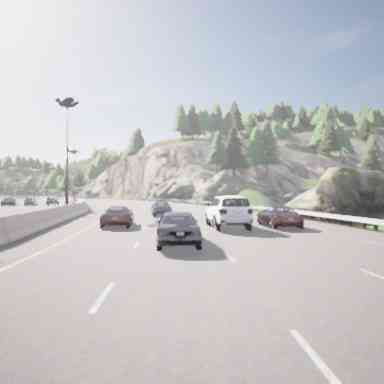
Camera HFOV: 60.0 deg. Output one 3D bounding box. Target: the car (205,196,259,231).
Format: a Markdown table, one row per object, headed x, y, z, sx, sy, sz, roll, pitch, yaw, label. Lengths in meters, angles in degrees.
| x | y | z | sx | sy | sz | roll | pitch | yaw | label |
| --- | --- | --- | --- | --- | --- | --- | --- | --- | --- |
| 2.222 | 1.267 | 21.136 | 2.150 | 2.045 | 5.566 | 0 | 0 | -7 | car |

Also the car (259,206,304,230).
| x | y | z | sx | sy | sz | roll | pitch | yaw | label |
| --- | --- | --- | --- | --- | --- | --- | --- | --- | --- |
| 5.638 | 1.604 | 21.758 | 1.994 | 1.385 | 4.181 | 0 | 0 | -7 | car |

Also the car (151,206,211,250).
| x | y | z | sx | sy | sz | roll | pitch | yaw | label |
| --- | --- | --- | --- | --- | --- | --- | --- | --- | --- |
| -0.630 | 1.583 | 14.627 | 2.033 | 1.411 | 5.357 | 0 | 0 | -5 | car |

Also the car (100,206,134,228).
| x | y | z | sx | sy | sz | roll | pitch | yaw | label |
| --- | --- | --- | --- | --- | --- | --- | --- | --- | --- |
| -5.039 | 1.627 | 22.663 | 1.994 | 1.385 | 4.181 | 0 | 0 | -7 | car |

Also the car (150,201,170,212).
| x | y | z | sx | sy | sz | roll | pitch | yaw | label |
| --- | --- | --- | --- | --- | --- | --- | --- | --- | --- |
| -3.071 | 1.631 | 32.904 | 2.033 | 1.411 | 5.357 | 0 | 0 | -10 | car |

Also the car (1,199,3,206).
| x | y | z | sx | sy | sz | roll | pitch | yaw | label |
| --- | --- | --- | --- | --- | --- | --- | --- | --- | --- |
| -31.941 | 1.674 | 58.209 | 1.882 | 1.535 | 5.008 | 0 | 0 | -20 | car |
